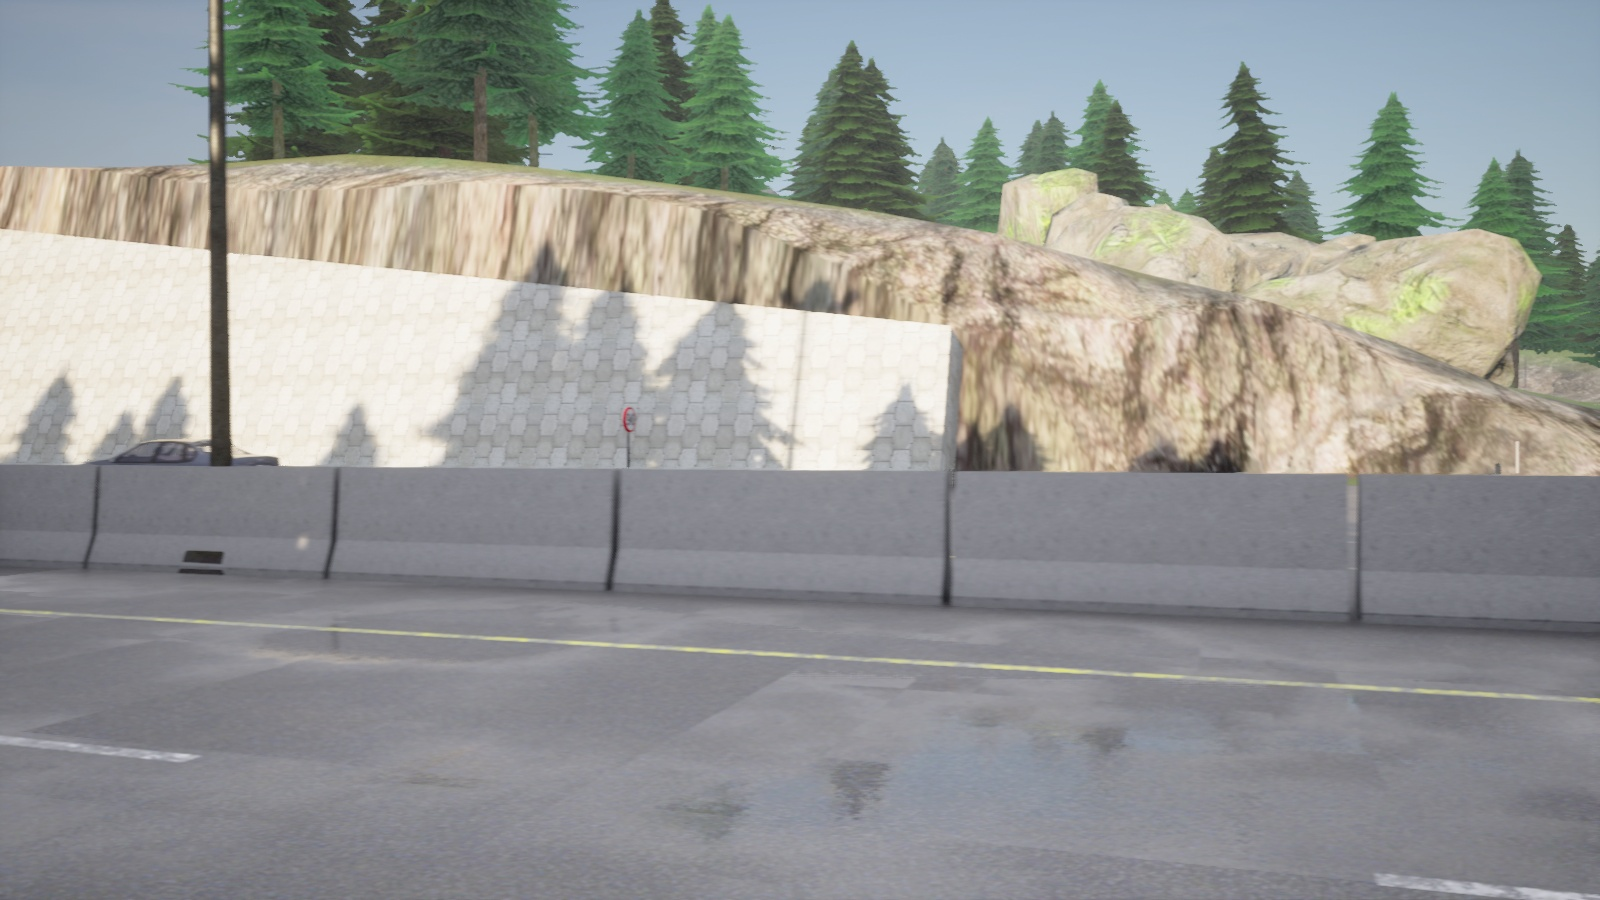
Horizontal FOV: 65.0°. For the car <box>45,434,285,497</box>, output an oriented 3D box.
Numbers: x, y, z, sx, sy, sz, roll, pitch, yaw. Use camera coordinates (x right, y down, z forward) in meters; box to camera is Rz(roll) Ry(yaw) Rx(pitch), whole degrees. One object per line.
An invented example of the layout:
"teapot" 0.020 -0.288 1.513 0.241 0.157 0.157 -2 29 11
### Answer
"car" -15.436 0.327 30.542 5.357 1.411 2.033 1 1 19
